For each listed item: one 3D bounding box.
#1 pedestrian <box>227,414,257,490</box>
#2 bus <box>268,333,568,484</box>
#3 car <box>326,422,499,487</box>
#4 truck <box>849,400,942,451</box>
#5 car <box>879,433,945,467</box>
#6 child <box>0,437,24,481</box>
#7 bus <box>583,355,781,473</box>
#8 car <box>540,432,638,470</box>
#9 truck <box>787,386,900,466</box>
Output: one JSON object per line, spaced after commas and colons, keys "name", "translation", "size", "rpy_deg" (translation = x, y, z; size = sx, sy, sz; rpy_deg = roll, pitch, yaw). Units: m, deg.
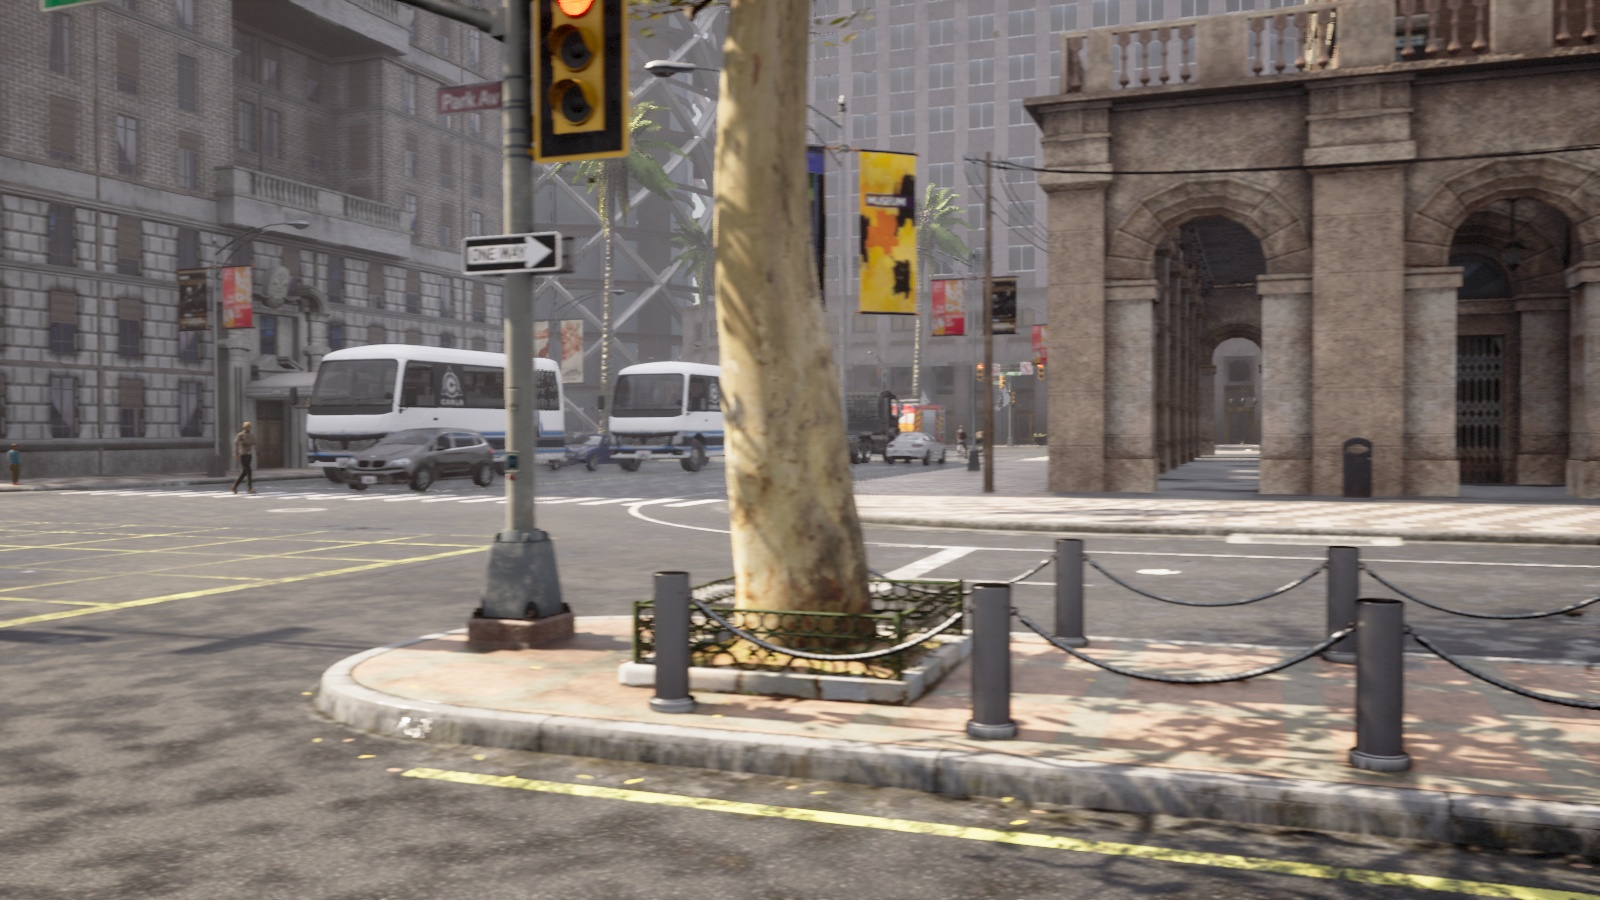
{"name": "pedestrian", "translation": [-13.658, 0.053, 30.748], "size": [0.634, 1.846, 0.331], "rpy_deg": [1, 1, 27]}
{"name": "bus", "translation": [-11.907, -1.257, 40.798], "size": [3.944, 4.253, 10.273], "rpy_deg": [1, 1, 20]}
{"name": "car", "translation": [-10.477, 0.074, 34.353], "size": [2.242, 1.667, 4.611], "rpy_deg": [0, 1, 19]}
{"name": "truck", "translation": [7.279, -1.894, 97.431], "size": [2.891, 3.827, 8.468], "rpy_deg": [0, 1, -30]}
{"name": "car", "translation": [5.101, -0.049, 56.623], "size": [1.812, 1.442, 4.674], "rpy_deg": [1, 1, 20]}
{"name": "child", "translation": [-21.278, 0.235, 33.875], "size": [0.448, 1.192, 0.343], "rpy_deg": [0, 1, 11]}
{"name": "bus", "translation": [-4.463, -1.395, 50.985], "size": [3.944, 4.253, 10.273], "rpy_deg": [1, 1, 20]}
{"name": "car", "translation": [-8.411, 0.003, 50.418], "size": [1.812, 1.442, 4.674], "rpy_deg": [1, 1, 20]}
{"name": "truck", "translation": [2.194, -1.105, 58.817], "size": [2.891, 3.462, 7.936], "rpy_deg": [1, 1, 20]}
